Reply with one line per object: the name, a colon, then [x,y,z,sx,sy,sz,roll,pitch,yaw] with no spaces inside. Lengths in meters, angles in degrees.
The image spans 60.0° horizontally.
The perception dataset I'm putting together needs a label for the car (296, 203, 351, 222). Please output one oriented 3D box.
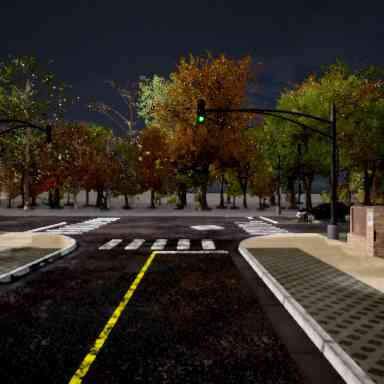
car: [10.656,1.600,26.303,4.674,1.442,1.812,0,0,0]
